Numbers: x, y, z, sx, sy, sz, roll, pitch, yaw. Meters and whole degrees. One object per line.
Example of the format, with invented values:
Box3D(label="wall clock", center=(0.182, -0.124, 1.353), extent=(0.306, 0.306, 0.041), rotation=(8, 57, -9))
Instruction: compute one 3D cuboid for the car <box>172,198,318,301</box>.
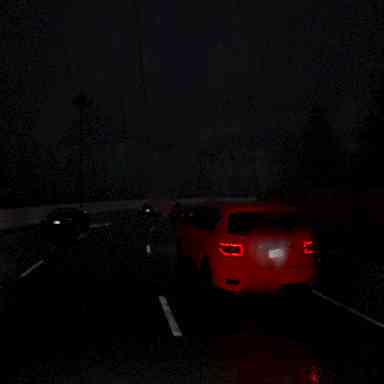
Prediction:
Box3D(label="car", center=(1.012, 1.262, 8.722), extent=(2.150, 2.045, 5.566), rotation=(0, -1, -12))

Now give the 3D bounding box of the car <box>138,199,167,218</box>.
Box3D(label="car", center=(-3.915, 1.688, 32.355), extent=(1.994, 1.385, 4.181), rotation=(0, 0, 3))

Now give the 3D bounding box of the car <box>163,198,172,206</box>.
Box3D(label="car", center=(-2.675, 1.527, 42.315), extent=(2.097, 1.767, 4.553), rotation=(0, 0, 10))

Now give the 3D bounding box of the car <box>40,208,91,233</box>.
Box3D(label="car", center=(-7.410, 1.614, 19.884), extent=(1.994, 1.385, 4.181), rotation=(0, 0, -4))

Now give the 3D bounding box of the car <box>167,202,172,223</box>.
Box3D(label="car", center=(-0.682, 1.718, 26.715), extent=(1.895, 1.301, 4.718), rotation=(0, 0, 0))
